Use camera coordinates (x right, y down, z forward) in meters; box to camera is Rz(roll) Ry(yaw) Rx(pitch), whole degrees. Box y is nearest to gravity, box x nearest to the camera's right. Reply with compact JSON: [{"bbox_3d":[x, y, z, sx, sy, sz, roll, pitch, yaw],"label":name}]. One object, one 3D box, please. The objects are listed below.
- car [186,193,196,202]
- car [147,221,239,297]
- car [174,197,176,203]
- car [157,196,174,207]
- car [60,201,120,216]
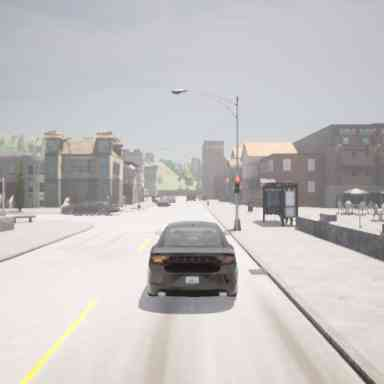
[{"bbox_3d":[-0.210,1.188,76.739,2.150,2.045,5.566,0,0,0],"label":"car"},{"bbox_3d":[0.027,1.474,8.613,1.882,1.535,5.008,0,0,0],"label":"car"},{"bbox_3d":[-4.201,1.523,66.842,2.033,1.411,5.357,0,0,0],"label":"car"},{"bbox_3d":[-4.228,1.528,50.466,2.033,1.411,5.357,0,0,0],"label":"car"},{"bbox_3d":[-9.820,1.535,32.317,5.357,1.411,2.033,0,0,0],"label":"car"}]
